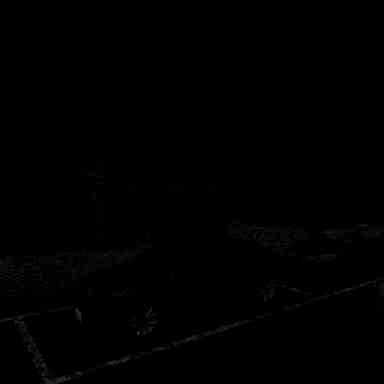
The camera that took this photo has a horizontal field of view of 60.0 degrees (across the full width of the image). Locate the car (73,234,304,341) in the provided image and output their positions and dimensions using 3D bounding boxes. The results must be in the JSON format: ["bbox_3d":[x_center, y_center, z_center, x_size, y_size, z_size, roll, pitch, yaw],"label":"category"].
[{"bbox_3d":[-0.027,1.566,6.516,4.313,1.339,1.947,0,0,-35],"label":"car"}]

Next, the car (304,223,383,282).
[{"bbox_3d":[4.454,1.582,9.708,4.206,1.307,1.802,0,0,-35],"label":"car"}]
